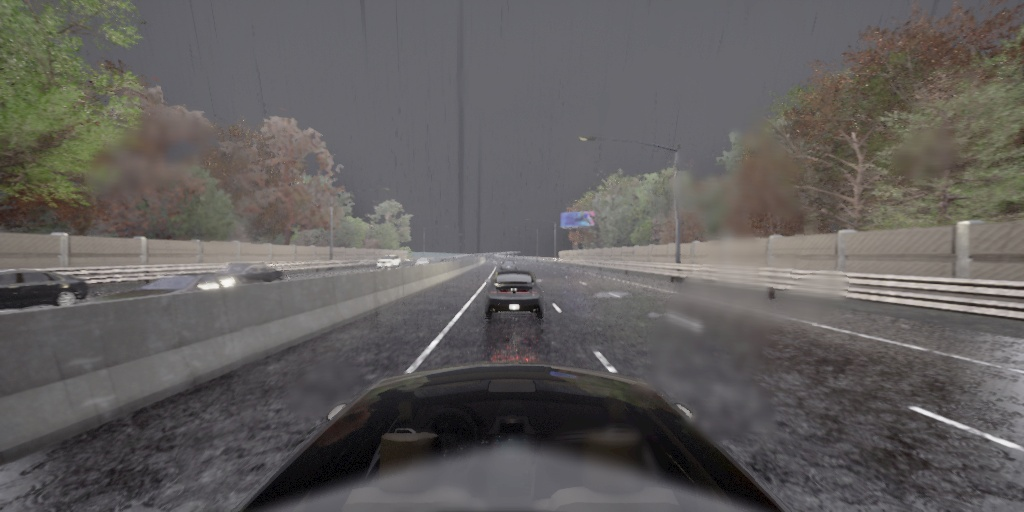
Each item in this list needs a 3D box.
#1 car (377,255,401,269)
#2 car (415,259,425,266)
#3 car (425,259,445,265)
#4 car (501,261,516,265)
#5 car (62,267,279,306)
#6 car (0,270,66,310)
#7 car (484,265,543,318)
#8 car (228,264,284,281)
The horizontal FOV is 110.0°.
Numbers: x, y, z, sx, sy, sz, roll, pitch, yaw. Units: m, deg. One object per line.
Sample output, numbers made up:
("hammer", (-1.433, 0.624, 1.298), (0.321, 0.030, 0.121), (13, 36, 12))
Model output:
("car", (-18.339, 0.871, 53.689), (2.150, 2.045, 5.566), (0, 0, -1))
("car", (-15.043, 1.160, 60.866), (1.812, 1.442, 4.674), (0, 0, -1))
("car", (-11.362, 1.151, 54.335), (1.837, 1.490, 4.892), (0, 0, -1))
("car", (-0.414, 1.231, 43.405), (1.994, 1.385, 4.181), (0, 0, -1))
("car", (-10.637, 1.281, 12.004), (2.033, 1.411, 5.357), (0, 0, 0))
("car", (-17.639, 1.240, 12.106), (1.837, 1.490, 4.892), (0, 0, 0))
("car", (0.053, 1.233, 12.868), (1.837, 1.490, 4.892), (0, 0, 0))
("car", (-14.195, 1.212, 18.903), (2.128, 1.511, 4.902), (0, 0, -1))
